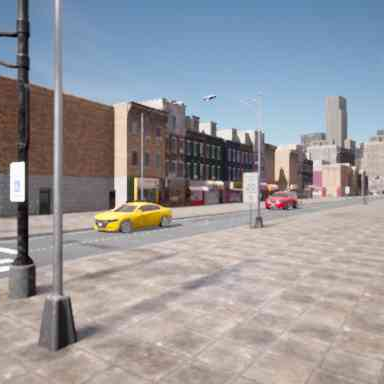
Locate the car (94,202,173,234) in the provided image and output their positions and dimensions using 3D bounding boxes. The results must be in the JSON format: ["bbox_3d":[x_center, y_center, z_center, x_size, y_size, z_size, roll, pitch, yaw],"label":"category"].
[{"bbox_3d":[-3.152,1.343,18.680,1.882,1.535,5.008,0,1,36],"label":"car"}]

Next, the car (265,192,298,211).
[{"bbox_3d":[10.107,0.969,37.237,2.150,2.045,5.566,0,0,36],"label":"car"}]
